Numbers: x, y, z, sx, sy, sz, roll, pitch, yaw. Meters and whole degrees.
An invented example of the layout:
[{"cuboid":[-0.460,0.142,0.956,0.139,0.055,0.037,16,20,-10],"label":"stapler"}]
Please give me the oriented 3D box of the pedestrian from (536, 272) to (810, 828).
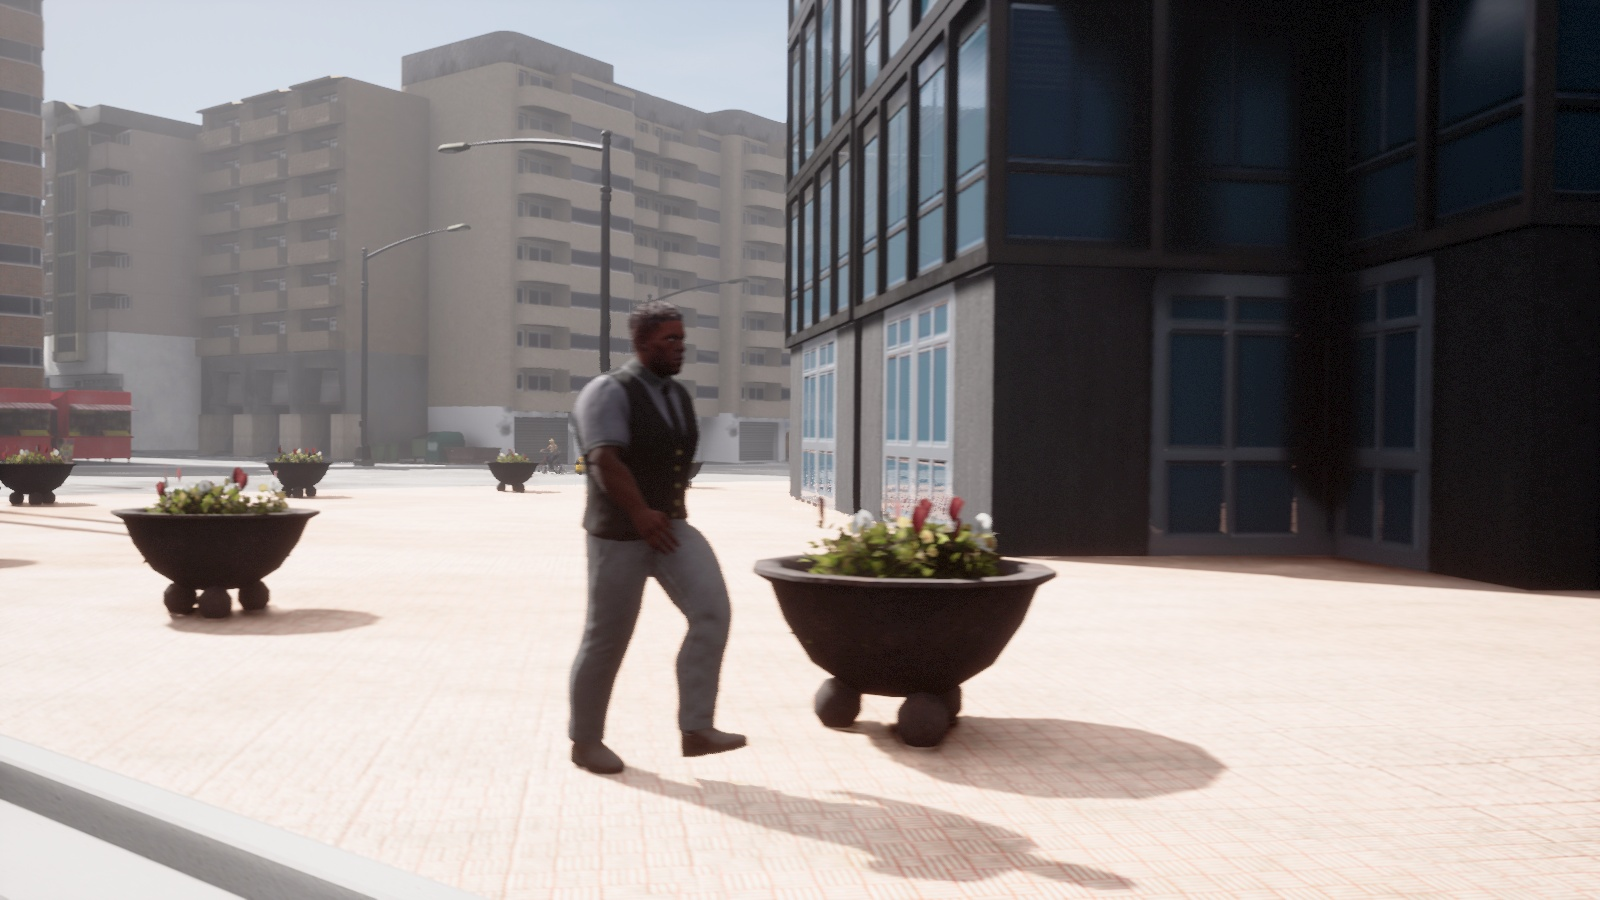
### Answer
[{"cuboid":[-0.479,0.337,4.730,0.849,1.883,0.563,0,1,37],"label":"pedestrian"}]
